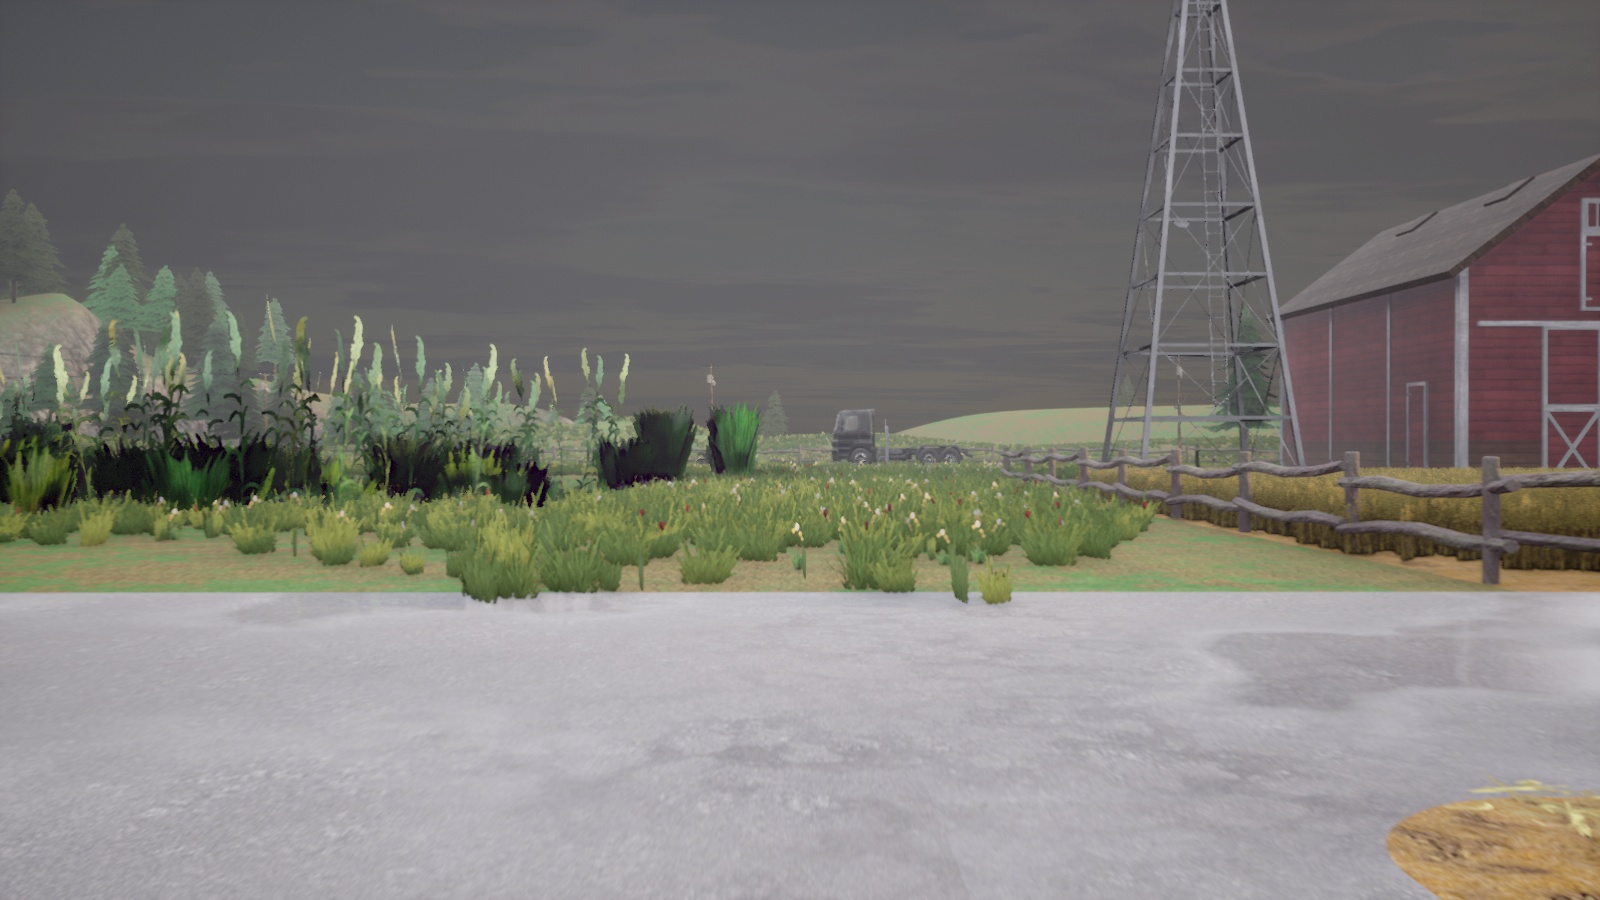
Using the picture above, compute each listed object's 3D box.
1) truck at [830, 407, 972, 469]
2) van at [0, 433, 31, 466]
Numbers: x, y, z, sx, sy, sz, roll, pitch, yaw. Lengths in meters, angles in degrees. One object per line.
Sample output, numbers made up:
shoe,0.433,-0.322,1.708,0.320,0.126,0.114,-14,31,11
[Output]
truck,5.776,-0.672,71.657,7.936,3.462,2.891,0,0,6
van,-50.189,-0.019,77.561,4.442,1.987,1.775,0,0,6
